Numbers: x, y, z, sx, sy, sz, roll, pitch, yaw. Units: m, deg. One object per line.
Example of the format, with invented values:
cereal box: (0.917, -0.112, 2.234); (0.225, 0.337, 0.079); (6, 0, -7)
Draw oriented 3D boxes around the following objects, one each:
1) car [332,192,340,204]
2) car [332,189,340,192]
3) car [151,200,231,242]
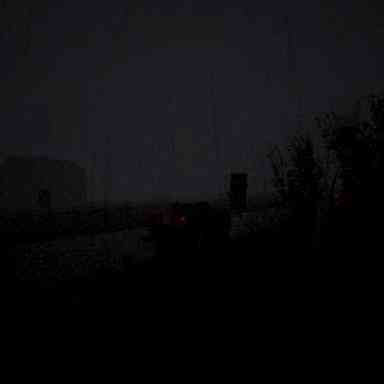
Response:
car: (16.557, 1.025, 41.278); (2.033, 1.411, 5.357); (0, 1, 32)
car: (21.880, 0.569, 50.213); (2.150, 2.045, 5.566); (0, 1, 30)
car: (0.108, 1.234, 16.228); (2.097, 1.767, 4.553); (0, 1, 34)
